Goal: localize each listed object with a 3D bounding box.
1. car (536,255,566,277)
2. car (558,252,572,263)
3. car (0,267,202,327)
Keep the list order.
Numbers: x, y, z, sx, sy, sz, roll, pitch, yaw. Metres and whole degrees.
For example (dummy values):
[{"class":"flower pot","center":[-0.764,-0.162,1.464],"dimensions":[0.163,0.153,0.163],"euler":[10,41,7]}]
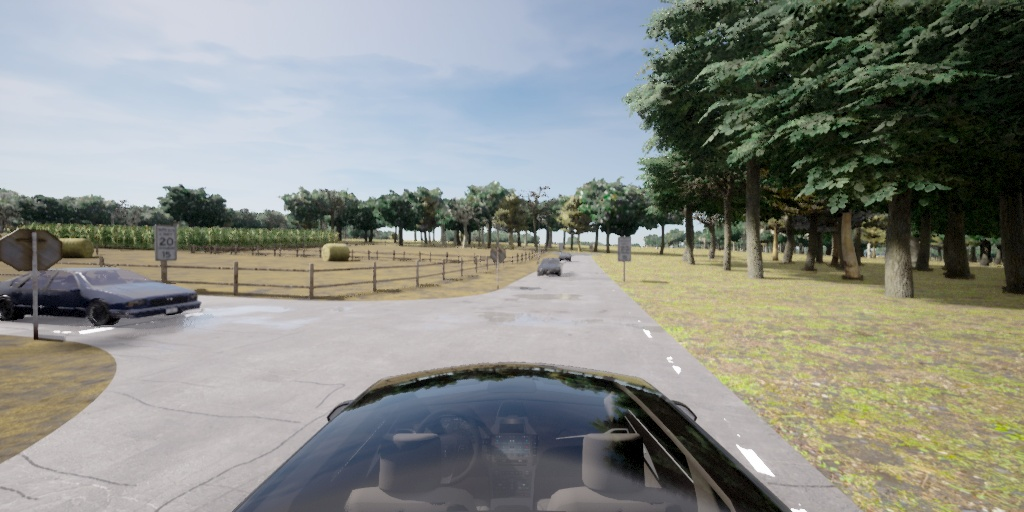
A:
[{"class":"car","center":[3.173,0.918,29.414],"dimensions":[1.837,1.490,4.892],"euler":[0,2,11]},{"class":"car","center":[8.330,0.127,56.111],"dimensions":[1.882,1.535,5.008],"euler":[0,2,11]},{"class":"car","center":[-11.769,1.031,10.023],"dimensions":[5.357,1.411,2.033],"euler":[1,1,8]}]
